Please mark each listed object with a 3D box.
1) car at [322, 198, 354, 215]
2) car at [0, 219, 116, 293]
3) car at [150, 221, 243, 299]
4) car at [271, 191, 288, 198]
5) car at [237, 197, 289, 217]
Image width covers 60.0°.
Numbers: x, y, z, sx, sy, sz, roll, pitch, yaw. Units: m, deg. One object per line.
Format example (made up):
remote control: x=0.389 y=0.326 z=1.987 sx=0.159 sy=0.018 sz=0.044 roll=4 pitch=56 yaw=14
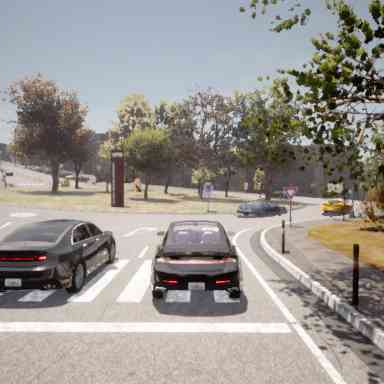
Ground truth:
car: x=14.889 y=1.386 z=33.695 sx=1.882 sy=1.535 sz=5.008 roll=2 pitch=3 yaw=41
car: x=-3.370 y=1.473 z=8.779 sx=1.837 sy=1.490 sz=4.892 roll=0 pitch=0 yaw=1
car: x=0.097 y=1.462 z=8.377 sx=2.128 sy=1.511 sz=4.902 roll=0 pitch=0 yaw=0
car: x=15.946 y=0.556 z=61.154 sx=2.128 sy=1.511 sz=4.902 roll=-1 pitch=2 yaw=-24
car: x=6.446 y=1.482 z=30.289 sx=5.357 sy=1.411 sz=2.033 roll=0 pitch=1 yaw=-39
